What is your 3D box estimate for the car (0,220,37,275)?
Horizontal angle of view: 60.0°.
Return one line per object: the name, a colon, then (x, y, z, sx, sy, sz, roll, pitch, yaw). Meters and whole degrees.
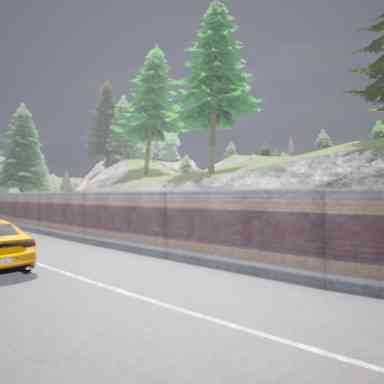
car: (-6.415, 1.567, 9.999, 5.008, 1.535, 1.882, 0, 0, 44)
